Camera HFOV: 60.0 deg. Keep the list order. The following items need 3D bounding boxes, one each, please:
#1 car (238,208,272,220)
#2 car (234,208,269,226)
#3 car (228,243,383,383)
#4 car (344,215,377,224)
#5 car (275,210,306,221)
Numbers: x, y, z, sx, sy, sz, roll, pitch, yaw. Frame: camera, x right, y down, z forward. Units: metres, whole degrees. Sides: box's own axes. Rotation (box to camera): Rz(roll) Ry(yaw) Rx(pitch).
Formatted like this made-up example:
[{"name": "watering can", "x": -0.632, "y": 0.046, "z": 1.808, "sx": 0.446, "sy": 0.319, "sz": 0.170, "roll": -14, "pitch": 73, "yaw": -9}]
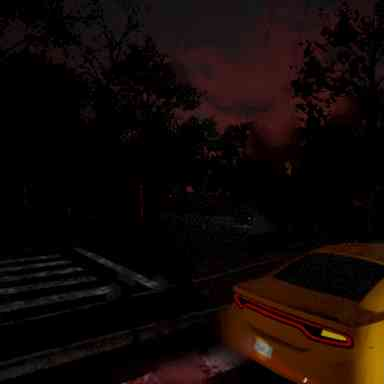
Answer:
[{"name": "car", "x": 9.170, "y": 3.157, "z": 48.496, "sx": 4.902, "sy": 1.511, "sz": 2.128, "roll": 5, "pitch": -3, "yaw": -38}, {"name": "car", "x": 5.197, "y": 2.261, "z": 30.598, "sx": 1.837, "sy": 1.490, "sz": 4.892, "roll": 2, "pitch": -2, "yaw": -5}, {"name": "car", "x": 2.826, "y": 1.494, "z": 4.820, "sx": 5.008, "sy": 1.535, "sz": 1.882, "roll": 0, "pitch": 0, "yaw": -33}, {"name": "car", "x": 27.245, "y": 4.377, "z": 53.153, "sx": 5.357, "sy": 1.411, "sz": 2.033, "roll": 3, "pitch": -2, "yaw": 13}, {"name": "car", "x": 14.334, "y": 3.428, "z": 48.276, "sx": 4.902, "sy": 1.511, "sz": 2.128, "roll": 4, "pitch": -3, "yaw": -26}]
